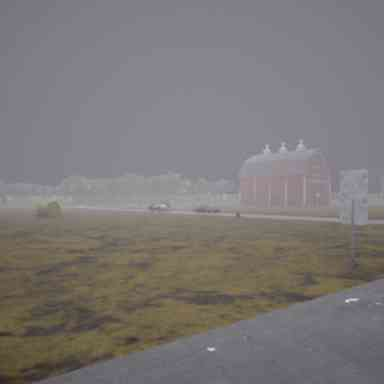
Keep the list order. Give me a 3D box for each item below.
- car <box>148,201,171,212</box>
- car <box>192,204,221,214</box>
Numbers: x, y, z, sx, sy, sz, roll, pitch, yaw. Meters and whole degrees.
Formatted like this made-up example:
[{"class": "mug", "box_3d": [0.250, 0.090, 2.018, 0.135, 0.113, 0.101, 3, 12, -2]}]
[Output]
[{"class": "car", "box_3d": [-5.439, 2.814, 58.791, 1.812, 1.442, 4.674, 1, -2, -35]}, {"class": "car", "box_3d": [2.274, 2.670, 52.779, 2.033, 1.411, 5.357, 1, -2, -36]}]
